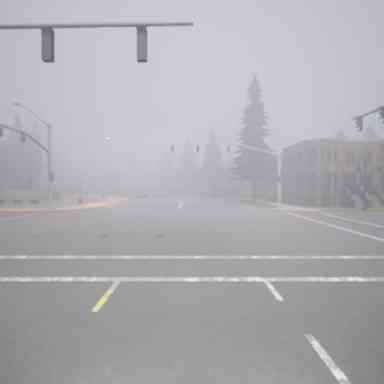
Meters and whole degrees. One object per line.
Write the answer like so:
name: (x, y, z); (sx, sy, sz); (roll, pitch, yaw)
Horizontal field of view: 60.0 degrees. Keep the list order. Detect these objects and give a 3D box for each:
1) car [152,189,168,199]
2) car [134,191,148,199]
car: (-5.840, 0.300, 60.268); (2.097, 1.767, 4.553); (0, 1, -19)
car: (-8.913, 0.545, 58.378); (1.994, 1.385, 4.181); (0, 1, -18)
